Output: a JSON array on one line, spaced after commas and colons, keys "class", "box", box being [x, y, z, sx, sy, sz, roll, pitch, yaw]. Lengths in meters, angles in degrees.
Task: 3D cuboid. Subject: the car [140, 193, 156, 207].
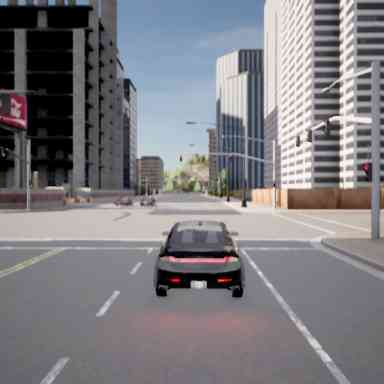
[{"class": "car", "box": [-6.402, 1.375, 48.672, 2.128, 1.511, 4.902, 0, 0, 1]}]

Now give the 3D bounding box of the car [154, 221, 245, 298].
[{"class": "car", "box": [0.205, 1.471, 8.484, 2.128, 1.511, 4.902, 0, 0, 2]}]

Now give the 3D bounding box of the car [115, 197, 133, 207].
[{"class": "car", "box": [-9.902, 1.410, 48.603, 1.812, 1.442, 4.674, 0, 0, 1]}]
